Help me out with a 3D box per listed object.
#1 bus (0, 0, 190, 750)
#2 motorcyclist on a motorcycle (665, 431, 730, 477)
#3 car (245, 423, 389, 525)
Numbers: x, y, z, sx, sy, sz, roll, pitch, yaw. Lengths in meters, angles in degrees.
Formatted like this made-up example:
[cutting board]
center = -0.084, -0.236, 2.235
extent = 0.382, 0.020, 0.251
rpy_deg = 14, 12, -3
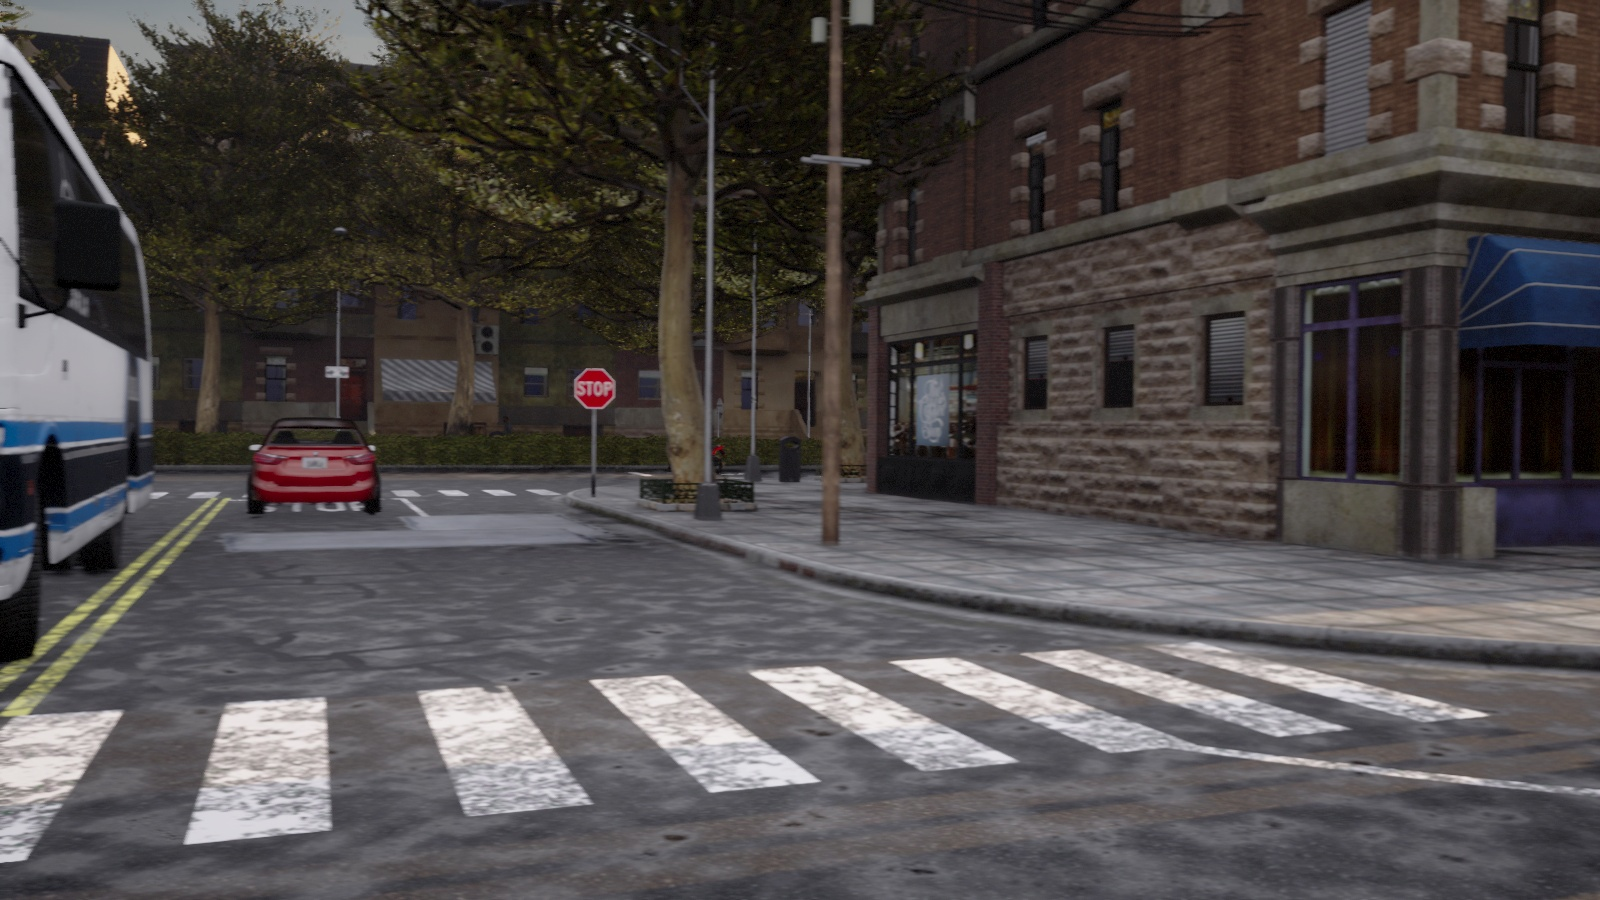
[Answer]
[bus]
center = -7.502, -0.666, 10.286
extent = 3.944, 4.253, 10.273
rpy_deg = -1, 1, -23
[motorcyclist on a motorcycle]
center = -3.484, 0.128, 42.559
extent = 2.044, 1.523, 0.797
rpy_deg = -1, 1, -22
[car]
center = -8.966, 0.360, 23.286
extent = 2.242, 1.667, 4.611
rpy_deg = -1, 1, -22
